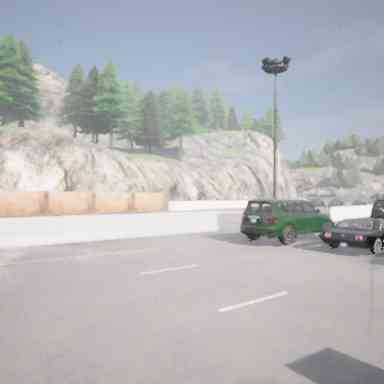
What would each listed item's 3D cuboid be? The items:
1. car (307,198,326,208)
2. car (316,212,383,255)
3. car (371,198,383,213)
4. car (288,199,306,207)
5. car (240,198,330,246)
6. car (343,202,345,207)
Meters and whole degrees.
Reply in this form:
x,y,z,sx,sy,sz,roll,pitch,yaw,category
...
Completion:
x,y,z,sx,sy,sz,roll,pitch,yaw,category
23.168,1.930,61.657,2.097,1.767,4.553,0,-1,36,car
7.515,1.752,14.153,4.718,1.301,1.895,1,0,-40,car
16.249,1.528,26.744,5.566,2.045,2.150,0,0,-44,car
20.042,2.121,63.321,1.994,1.385,4.181,0,0,37,car
4.785,1.366,16.427,5.566,2.045,2.150,0,0,-40,car
25.871,1.939,59.478,2.097,1.767,4.553,0,0,37,car
